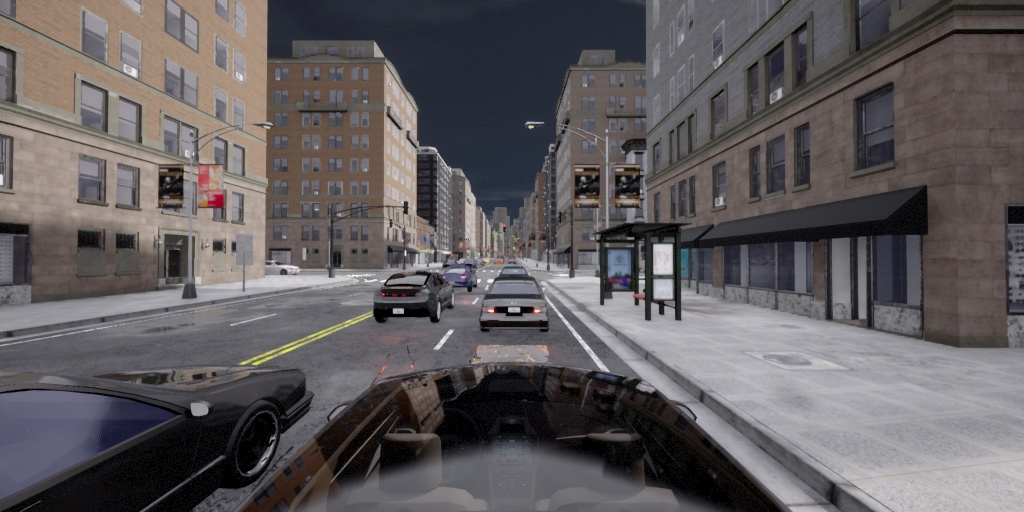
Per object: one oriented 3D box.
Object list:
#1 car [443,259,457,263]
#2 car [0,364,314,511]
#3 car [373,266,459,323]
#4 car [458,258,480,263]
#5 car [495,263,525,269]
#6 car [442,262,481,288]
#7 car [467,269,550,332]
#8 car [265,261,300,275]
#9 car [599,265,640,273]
[{"bbox_3d":[-9.765,1.273,56.928,1.837,1.490,4.892,0,1,3],"label":"car"},{"bbox_3d":[-3.151,1.297,1.537,2.033,1.411,5.357,0,0,0],"label":"car"},{"bbox_3d":[-3.131,1.258,12.181,1.837,1.490,4.892,0,0,-1],"label":"car"},{"bbox_3d":[-6.553,1.124,55.531,2.097,1.767,4.553,0,0,0],"label":"car"},{"bbox_3d":[0.104,1.305,20.897,2.033,1.411,5.357,0,0,0],"label":"car"},{"bbox_3d":[-3.139,1.283,21.220,1.812,1.442,4.674,0,0,0],"label":"car"},{"bbox_3d":[0.087,1.300,10.840,2.033,1.411,5.357,0,0,1],"label":"car"},{"bbox_3d":[-22.600,1.157,33.889,4.674,1.442,1.812,0,-1,-1],"label":"car"},{"bbox_3d":[13.157,1.371,43.931,4.902,1.511,2.128,0,-1,0],"label":"car"}]
